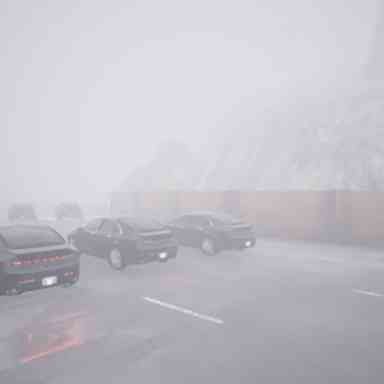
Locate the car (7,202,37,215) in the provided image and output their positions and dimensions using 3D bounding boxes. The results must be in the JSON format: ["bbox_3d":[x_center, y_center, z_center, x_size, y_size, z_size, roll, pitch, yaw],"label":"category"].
[{"bbox_3d":[-13.437,1.558,26.362,1.837,1.490,4.892,0,0,-28],"label":"car"}]

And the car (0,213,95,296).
[{"bbox_3d":[-4.612,1.524,8.391,4.892,1.490,1.837,1,0,44],"label":"car"}]

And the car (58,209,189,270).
[{"bbox_3d":[-2.524,1.536,11.245,1.837,1.490,4.892,0,1,-44],"label":"car"}]

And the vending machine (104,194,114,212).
[{"bbox_3d":[-10.047,1.296,40.123,1.100,2.100,0.880,0,0,-16],"label":"vending machine"}]

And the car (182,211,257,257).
[{"bbox_3d":[0.258,1.548,13.384,1.837,1.490,4.892,0,0,-45],"label":"car"}]

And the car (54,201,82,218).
[{"bbox_3d":[-10.677,1.570,28.608,1.837,1.490,4.892,0,0,-27],"label":"car"}]
